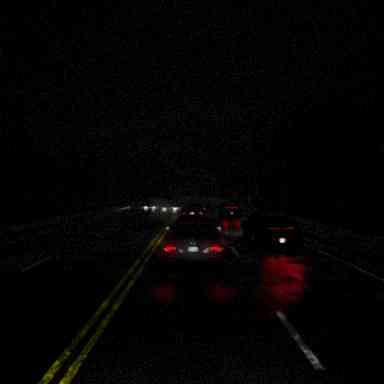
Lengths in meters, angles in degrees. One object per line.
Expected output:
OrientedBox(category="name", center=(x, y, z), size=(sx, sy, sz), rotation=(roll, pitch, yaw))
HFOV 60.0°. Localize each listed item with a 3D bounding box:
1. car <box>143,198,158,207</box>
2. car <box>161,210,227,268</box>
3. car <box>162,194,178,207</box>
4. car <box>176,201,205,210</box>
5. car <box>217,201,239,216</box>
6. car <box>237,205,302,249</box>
OrientedBox(category="car", center=(-6.562, 1.616, 53.532), size=(2.033, 1.411, 5.357), rotation=(0, 0, 0))
OrientedBox(category="car", center=(0.047, 1.552, 11.235), size=(2.033, 1.411, 5.357), rotation=(0, 0, 0))
OrientedBox(category="car", center=(-3.325, 1.286, 51.499), size=(2.150, 2.045, 5.566), rotation=(0, 0, 0))
OrientedBox(category="car", center=(0.050, 1.569, 26.217), size=(2.033, 1.411, 5.357), rotation=(0, 0, 1))
OrientedBox(category="car", center=(3.326, 1.519, 29.966), size=(2.128, 1.511, 4.902), rotation=(0, 0, 0))
OrientedBox(category="car", center=(3.322, 1.513, 14.600), size=(1.837, 1.490, 4.892), rotation=(0, 0, 0))
